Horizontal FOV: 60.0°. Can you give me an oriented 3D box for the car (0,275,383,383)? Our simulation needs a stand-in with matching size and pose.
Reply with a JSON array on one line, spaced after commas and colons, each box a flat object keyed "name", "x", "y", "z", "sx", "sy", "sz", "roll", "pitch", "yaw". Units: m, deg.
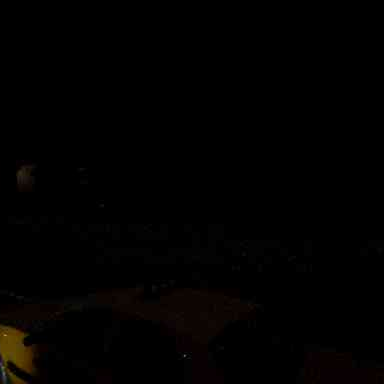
[{"name": "car", "x": -0.508, "y": 1.526, "z": 3.338, "sx": 4.829, "sy": 1.417, "sz": 1.752, "roll": 0, "pitch": 0, "yaw": 36}]
